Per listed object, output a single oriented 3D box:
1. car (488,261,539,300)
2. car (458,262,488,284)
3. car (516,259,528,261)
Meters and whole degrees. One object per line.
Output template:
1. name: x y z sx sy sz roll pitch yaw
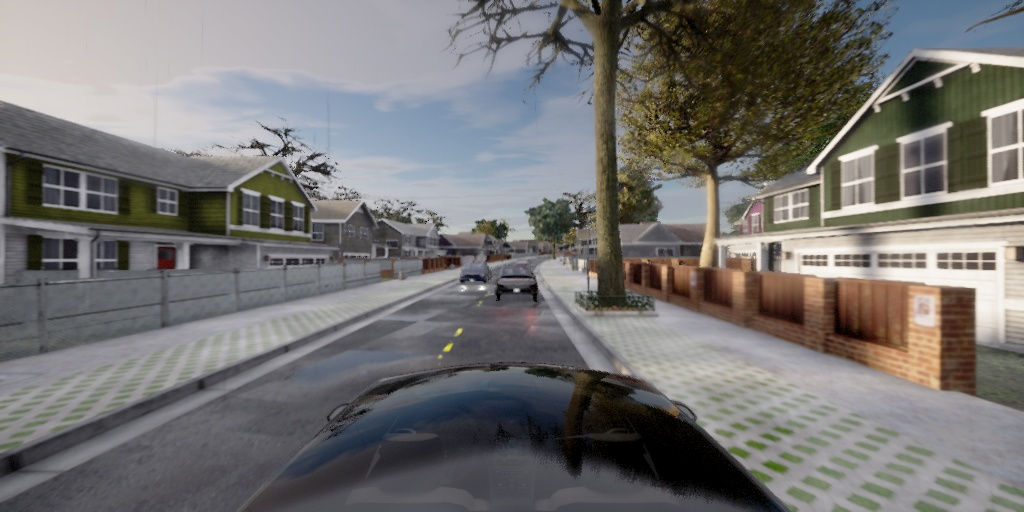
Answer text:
1. car: 0.233 1.161 16.950 2.128 1.511 4.902 0 0 1
2. car: -2.475 1.159 25.599 2.033 1.411 5.357 0 0 2
3. car: 1.081 1.048 37.567 1.812 1.442 4.674 0 0 3
